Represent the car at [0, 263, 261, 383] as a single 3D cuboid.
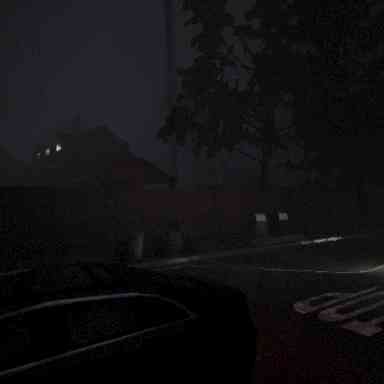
[{"bbox_3d":[-1.575,1.492,2.847,4.902,1.511,2.128,0,0,-35],"label":"car"}]
